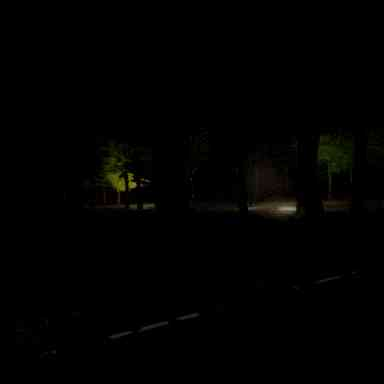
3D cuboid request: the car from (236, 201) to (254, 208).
[{"bbox_3d":[12.033,2.703,75.828,2.097,1.767,4.553,-4,1,-34],"label":"car"}]
